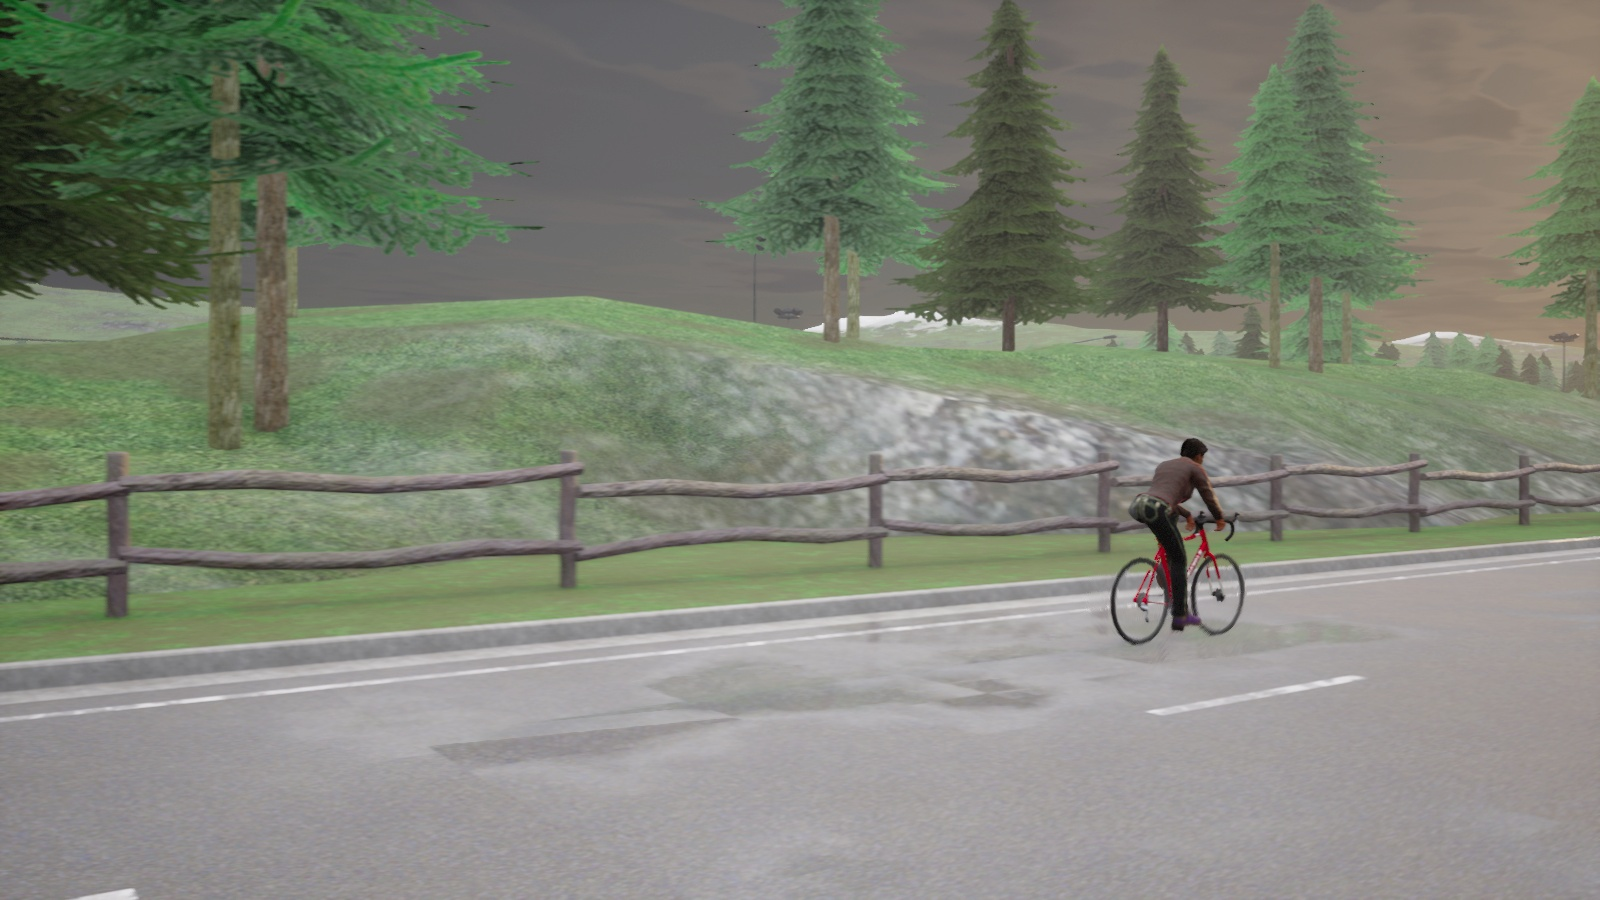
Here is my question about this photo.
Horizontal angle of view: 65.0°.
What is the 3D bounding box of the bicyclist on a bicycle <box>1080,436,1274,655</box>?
[{"bbox_3d":[3.032,0.714,10.034,1.656,1.620,0.582,0,0,-35],"label":"bicyclist on a bicycle"}]
